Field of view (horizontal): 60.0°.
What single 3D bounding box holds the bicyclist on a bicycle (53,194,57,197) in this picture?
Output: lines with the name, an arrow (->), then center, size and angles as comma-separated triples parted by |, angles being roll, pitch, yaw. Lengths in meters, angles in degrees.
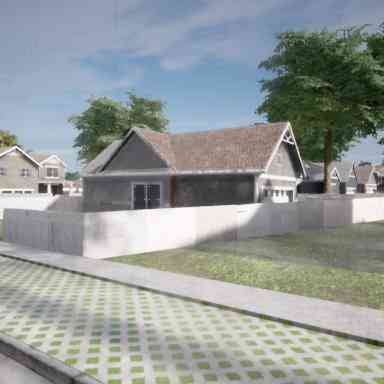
bicyclist on a bicycle -> -13.011, 1.030, 31.524 | 1.656, 1.620, 0.582 | 0, 1, 34
